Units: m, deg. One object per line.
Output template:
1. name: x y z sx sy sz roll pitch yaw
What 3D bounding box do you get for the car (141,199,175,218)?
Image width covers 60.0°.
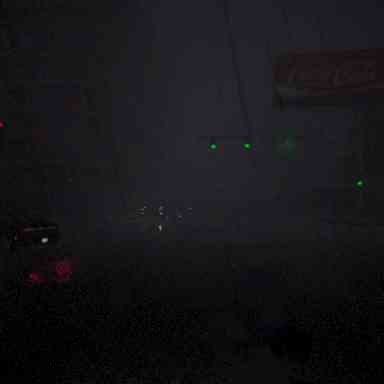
1. car: -3.344 1.477 31.816 2.097 1.767 4.553 -1 0 7

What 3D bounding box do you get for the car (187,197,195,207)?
1. car: -0.671 1.648 55.357 2.128 1.511 4.902 -1 0 7

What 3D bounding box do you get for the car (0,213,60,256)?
1. car: -7.552 1.614 13.759 4.902 1.511 2.128 -1 -1 33

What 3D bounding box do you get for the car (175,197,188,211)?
1. car: -2.046 1.742 43.185 1.895 1.301 4.718 -1 0 7
